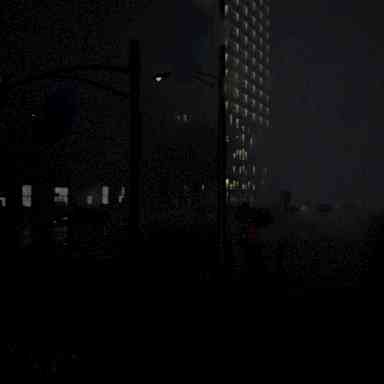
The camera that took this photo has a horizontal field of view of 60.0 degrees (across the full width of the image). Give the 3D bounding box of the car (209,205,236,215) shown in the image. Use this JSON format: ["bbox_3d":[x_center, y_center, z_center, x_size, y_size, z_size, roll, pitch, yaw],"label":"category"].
[{"bbox_3d":[4.012,2.307,43.783,1.895,1.301,4.718,0,-1,33],"label":"car"}]

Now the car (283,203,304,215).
[{"bbox_3d":[13.777,2.454,46.692,1.895,1.301,4.718,0,-1,33],"label":"car"}]

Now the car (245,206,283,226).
[{"bbox_3d":[5.880,2.010,28.306,1.837,1.490,4.892,0,-1,33],"label":"car"}]

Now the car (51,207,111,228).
[{"bbox_3d":[-8.173,1.829,24.862,1.812,1.442,4.674,0,-1,33],"label":"car"}]

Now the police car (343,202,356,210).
[{"bbox_3d":[31.326,2.734,65.957,1.930,1.638,5.238,0,-1,33],"label":"police car"}]

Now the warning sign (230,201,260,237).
[{"bbox_3d":[2.959,1.452,18.661,1.300,1.860,1.060,1,1,33],"label":"warning sign"}]

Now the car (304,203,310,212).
[{"bbox_3d":[18.965,2.528,54.851,1.837,1.490,4.892,0,-1,33],"label":"car"}]

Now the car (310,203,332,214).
[{"bbox_3d":[19.703,2.438,49.836,1.882,1.535,5.008,0,-1,33],"label":"car"}]
